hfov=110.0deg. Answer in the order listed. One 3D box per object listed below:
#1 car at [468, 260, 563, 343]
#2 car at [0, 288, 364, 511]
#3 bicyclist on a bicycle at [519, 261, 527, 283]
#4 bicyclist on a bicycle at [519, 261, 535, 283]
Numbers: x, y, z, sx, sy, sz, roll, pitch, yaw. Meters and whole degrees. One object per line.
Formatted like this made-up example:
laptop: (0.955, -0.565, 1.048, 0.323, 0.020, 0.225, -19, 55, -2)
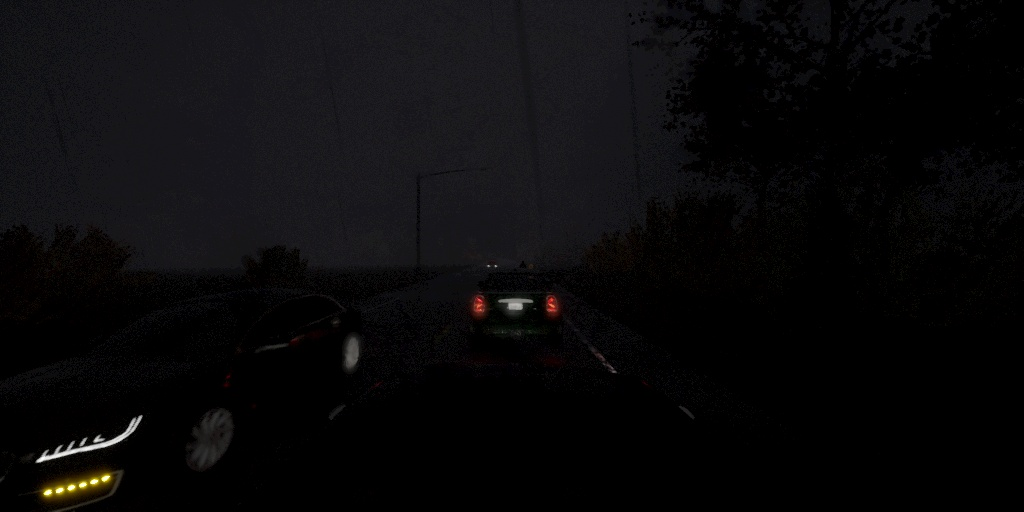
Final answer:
car: (0.073, 1.099, 9.795, 2.097, 1.767, 4.553, 0, 0, 0)
car: (-3.610, 1.254, 4.700, 1.837, 1.490, 4.892, 0, 0, 0)
bicyclist on a bicycle: (0.843, 1.193, 27.256, 0.582, 1.620, 1.656, 0, 0, 0)
bicyclist on a bicycle: (0.905, 1.181, 17.139, 0.866, 1.612, 1.509, 0, 0, 0)
